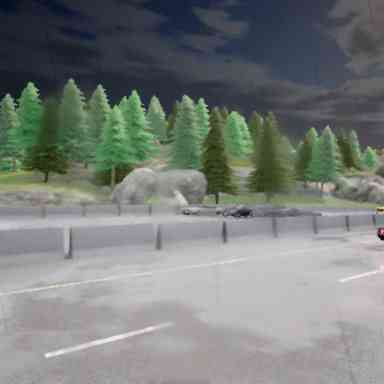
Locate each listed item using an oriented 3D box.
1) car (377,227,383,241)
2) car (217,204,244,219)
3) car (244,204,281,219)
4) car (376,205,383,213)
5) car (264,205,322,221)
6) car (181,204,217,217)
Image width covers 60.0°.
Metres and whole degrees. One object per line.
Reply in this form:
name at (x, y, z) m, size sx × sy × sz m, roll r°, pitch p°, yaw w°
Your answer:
car at (10.815, 1.870, 15.744) m, size 4.718 × 1.301 × 1.895 m, roll 1°, pitch -1°, yaw -35°
car at (5.120, 1.903, 33.412) m, size 4.674 × 1.442 × 1.812 m, roll 1°, pitch -1°, yaw -35°
car at (7.455, 1.891, 30.779) m, size 4.892 × 1.490 × 1.837 m, roll 1°, pitch -1°, yaw -35°
car at (34.187, 2.944, 58.290) m, size 5.008 × 1.535 × 1.882 m, roll 2°, pitch -1°, yaw -35°
car at (8.437, 1.961, 27.183) m, size 4.718 × 1.301 × 1.895 m, roll 1°, pitch -1°, yaw -35°
car at (1.211, 1.931, 34.927) m, size 4.718 × 1.301 × 1.895 m, roll 1°, pitch -1°, yaw -35°
